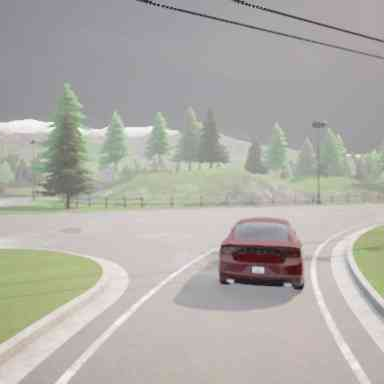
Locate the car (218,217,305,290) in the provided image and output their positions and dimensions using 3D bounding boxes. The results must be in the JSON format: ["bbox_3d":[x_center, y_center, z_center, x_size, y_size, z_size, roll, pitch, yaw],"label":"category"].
[{"bbox_3d":[1.960,1.409,9.100,1.882,1.535,5.008,0,0,15],"label":"car"}]
